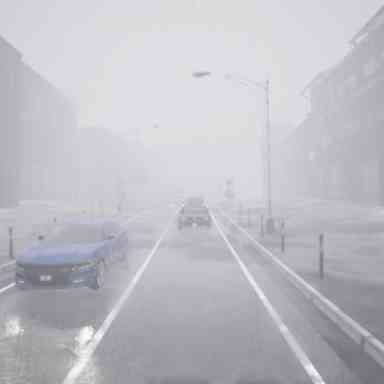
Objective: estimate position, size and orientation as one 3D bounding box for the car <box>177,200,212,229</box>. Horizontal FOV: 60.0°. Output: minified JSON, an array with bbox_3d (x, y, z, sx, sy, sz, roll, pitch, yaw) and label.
[{"bbox_3d":[0.156,1.437,20.227,1.895,1.301,4.718,-1,1,0],"label":"car"}]

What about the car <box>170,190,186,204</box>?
[{"bbox_3d":[-1.925,0.731,50.172,2.150,2.045,5.566,0,0,6],"label":"car"}]

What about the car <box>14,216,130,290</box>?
[{"bbox_3d":[-3.079,1.522,9.508,1.882,1.535,5.008,-1,0,0],"label":"car"}]

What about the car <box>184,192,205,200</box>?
[{"bbox_3d":[0.455,0.962,38.485,1.882,1.535,5.008,-1,0,3],"label":"car"}]
